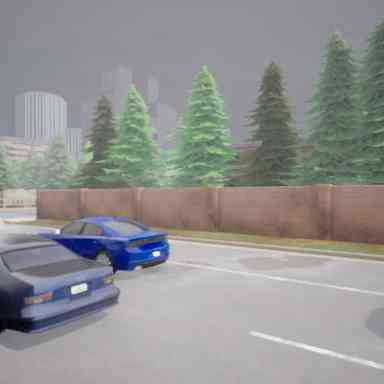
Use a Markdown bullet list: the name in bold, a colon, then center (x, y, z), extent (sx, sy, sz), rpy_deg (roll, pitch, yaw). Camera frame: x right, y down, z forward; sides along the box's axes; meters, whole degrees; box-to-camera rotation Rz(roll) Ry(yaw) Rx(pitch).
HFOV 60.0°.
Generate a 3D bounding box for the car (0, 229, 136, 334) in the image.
- **car**: center (-3.824, 1.585, 6.706), extent (5.357, 1.411, 2.033), rpy_deg (0, 0, 36)

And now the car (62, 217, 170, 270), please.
- **car**: center (-2.978, 1.523, 10.408), extent (5.008, 1.535, 1.882), rpy_deg (0, 0, 35)
